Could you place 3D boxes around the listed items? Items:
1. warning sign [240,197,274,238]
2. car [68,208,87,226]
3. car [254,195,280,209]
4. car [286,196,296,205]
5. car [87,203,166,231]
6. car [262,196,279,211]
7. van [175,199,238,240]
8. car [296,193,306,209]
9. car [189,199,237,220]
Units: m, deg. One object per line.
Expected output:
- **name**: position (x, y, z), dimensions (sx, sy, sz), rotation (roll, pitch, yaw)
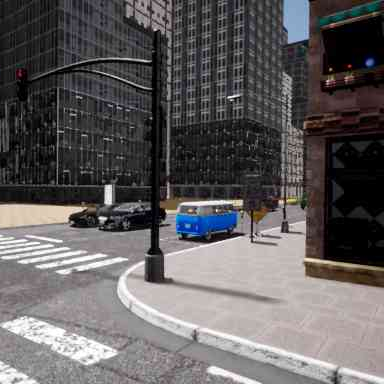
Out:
- **warning sign**: position (3.150, 1.177, 16.101), dimensions (1.300, 1.860, 1.060), rotation (1, 1, 35)
- **car**: position (-5.963, 1.466, 21.855), dimensions (1.947, 1.339, 4.313), rotation (1, 1, 35)
- **car**: position (10.072, 1.293, 44.395), dimensions (1.967, 1.590, 4.097), rotation (1, 1, 35)
- **car**: position (16.388, 1.363, 53.275), dimensions (1.752, 1.417, 4.829), rotation (1, 1, 35)
- **car**: position (-3.626, 1.430, 20.672), dimensions (2.128, 1.511, 4.902), rotation (1, 1, 35)
- **car**: position (7.788, 1.429, 36.708), dimensions (1.812, 1.442, 4.674), rotation (1, 1, 36)
- **van**: position (0.868, 1.368, 16.995), dimensions (1.690, 1.788, 3.998), rotation (1, 1, 35)
- **car**: position (15.452, 1.158, 42.069), dimensions (2.150, 2.045, 5.566), rotation (1, 1, 36)
- **car**: position (1.894, 1.426, 28.428), dimensions (1.837, 1.490, 4.892), rotation (1, 1, 36)
